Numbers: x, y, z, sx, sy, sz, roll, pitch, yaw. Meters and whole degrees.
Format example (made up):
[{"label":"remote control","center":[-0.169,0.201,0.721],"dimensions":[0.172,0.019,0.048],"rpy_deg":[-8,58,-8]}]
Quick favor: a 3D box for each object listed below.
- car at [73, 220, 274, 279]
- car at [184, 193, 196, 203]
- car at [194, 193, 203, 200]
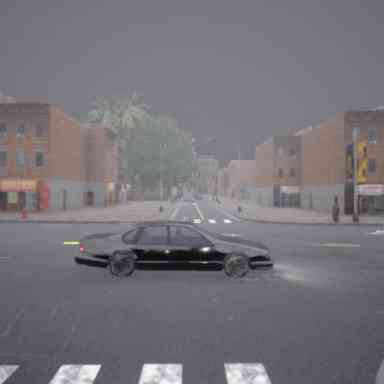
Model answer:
[{"label":"car","center":[-0.494,1.544,9.513],"dimensions":[5.357,1.411,2.033],"rpy_deg":[1,0,-1]},{"label":"car","center":[-0.652,1.526,67.868],"dimensions":[1.837,1.490,4.892],"rpy_deg":[0,0,-1]},{"label":"car","center":[2.109,1.535,92.106],"dimensions":[1.947,1.339,4.313],"rpy_deg":[0,0,0]}]
